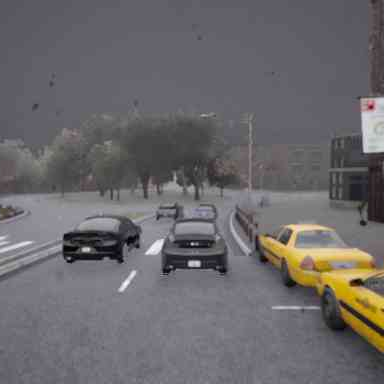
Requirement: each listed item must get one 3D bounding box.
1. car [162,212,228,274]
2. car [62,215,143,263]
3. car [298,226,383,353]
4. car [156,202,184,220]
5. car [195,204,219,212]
[{"bbox_3d":[0.100,1.604,10.851,1.837,1.490,4.892,0,-1,1],"label":"car"},{"bbox_3d":[-3.115,1.589,12.476,1.882,1.535,5.008,0,0,1],"label":"car"},{"bbox_3d":[3.201,1.513,4.058,1.946,1.575,5.366,0,-1,0],"label":"car"},{"bbox_3d":[-1.825,1.633,29.220,2.128,1.511,4.902,0,1,7],"label":"car"},{"bbox_3d":[1.196,1.725,27.421,2.033,1.411,5.357,0,1,7],"label":"car"}]
